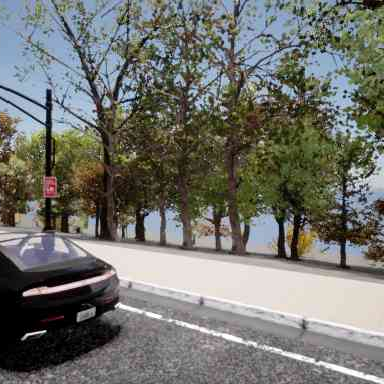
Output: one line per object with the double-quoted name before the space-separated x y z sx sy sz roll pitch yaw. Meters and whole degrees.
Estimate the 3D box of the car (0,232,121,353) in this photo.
"car" -3.406 1.492 6.094 4.902 1.511 2.128 0 0 37
